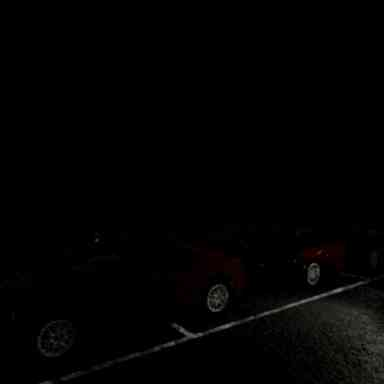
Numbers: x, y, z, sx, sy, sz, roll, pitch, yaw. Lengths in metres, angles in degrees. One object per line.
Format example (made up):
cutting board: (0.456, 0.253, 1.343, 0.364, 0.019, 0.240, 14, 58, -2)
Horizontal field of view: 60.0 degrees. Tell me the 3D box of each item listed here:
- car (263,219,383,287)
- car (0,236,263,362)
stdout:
car: (3.492, 1.486, 9.130, 4.507, 1.381, 1.887, -1, 1, -35)
car: (-1.071, 1.527, 5.879, 4.507, 1.381, 1.887, -1, 1, -35)
